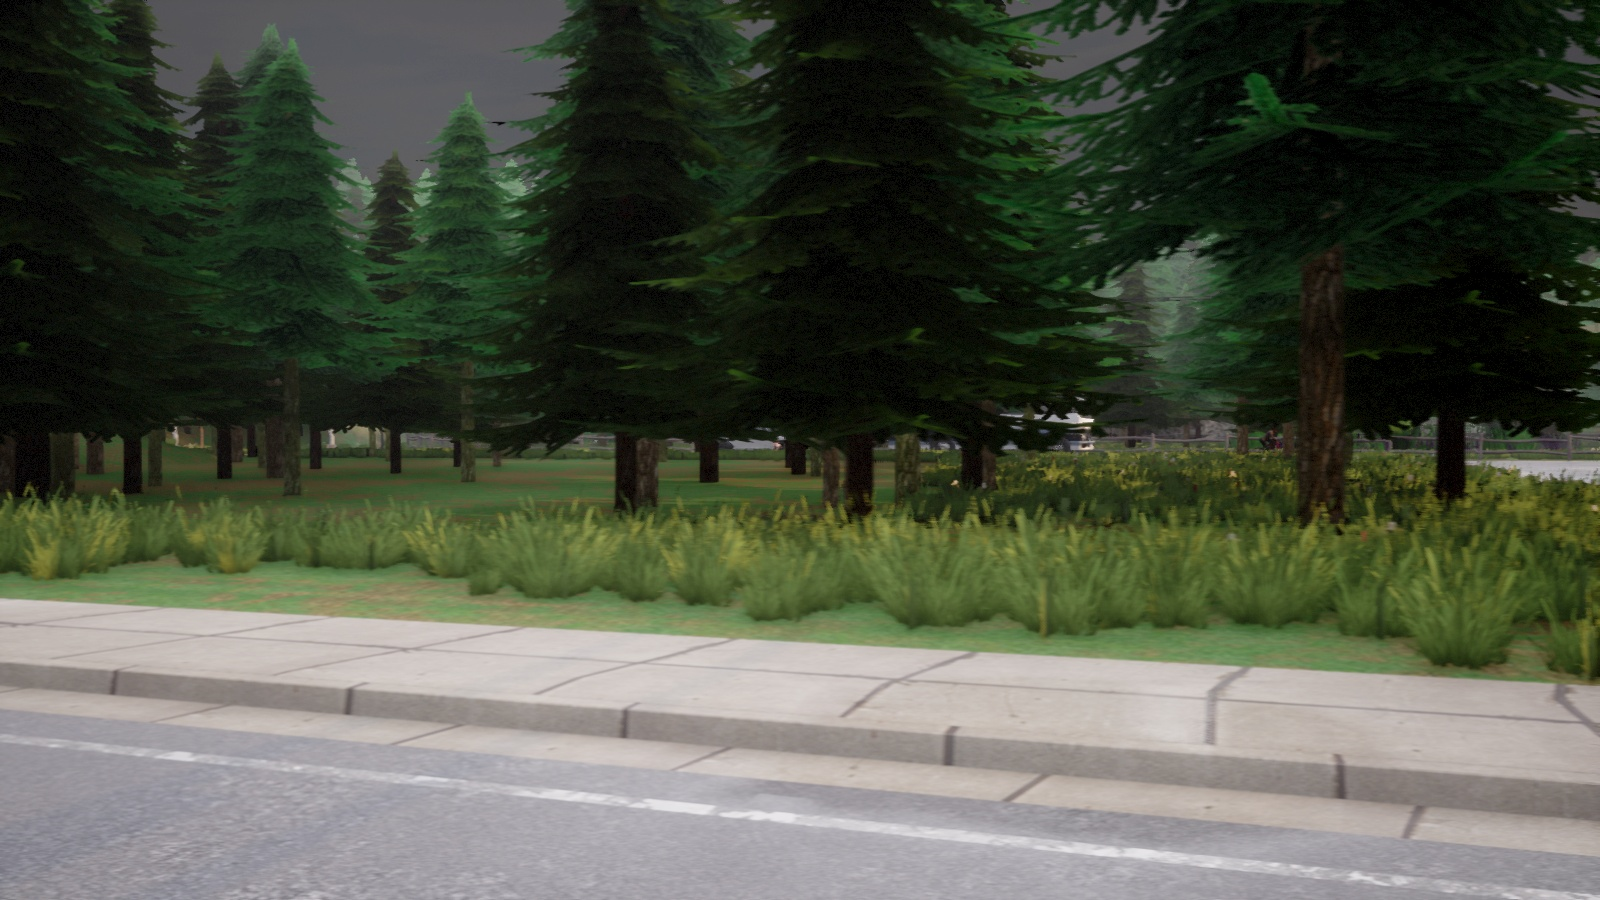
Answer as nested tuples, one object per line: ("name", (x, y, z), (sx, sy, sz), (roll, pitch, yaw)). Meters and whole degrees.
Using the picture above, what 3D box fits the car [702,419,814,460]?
("car", (-2.265, -0.592, 67.603), (5.566, 2.045, 2.150), (1, 1, 21))

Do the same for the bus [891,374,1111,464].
("bus", (10.077, -1.545, 62.936), (10.273, 4.253, 3.944), (1, 1, 22))
